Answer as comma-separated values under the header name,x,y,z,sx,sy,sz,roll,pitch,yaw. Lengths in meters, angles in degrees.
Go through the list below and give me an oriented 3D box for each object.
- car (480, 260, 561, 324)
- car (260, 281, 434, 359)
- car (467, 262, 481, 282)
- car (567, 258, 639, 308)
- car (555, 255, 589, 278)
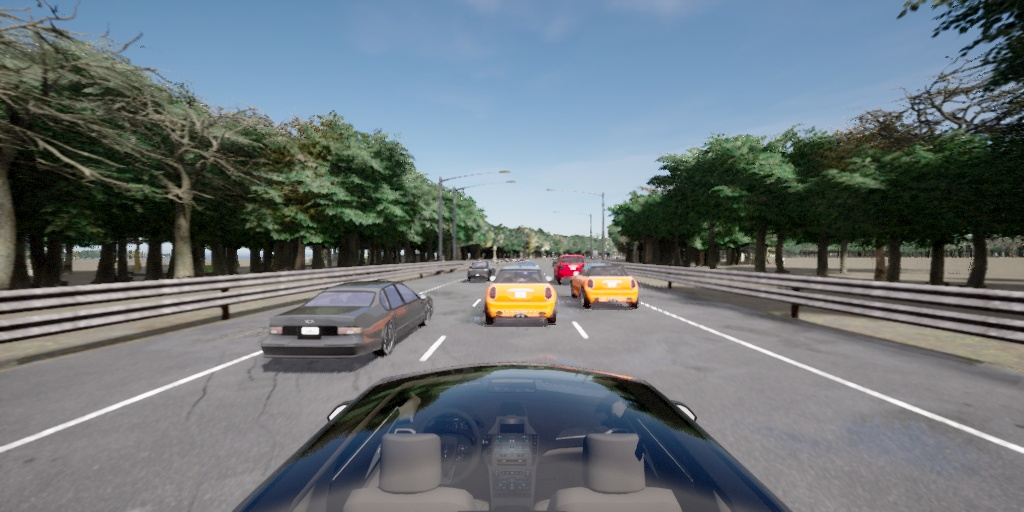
name,x,y,z,sx,sy,sz,roll,pitch,yaw
car,0.294,1.098,12.151,2.097,1.767,4.553,0,0,1
car,-3.312,1.292,8.484,2.033,1.411,5.357,0,0,1
car,-2.387,1.225,29.081,2.128,1.511,4.902,0,0,4
car,3.780,1.095,15.374,2.097,1.767,4.553,0,0,2
car,4.374,0.951,27.202,2.150,2.045,5.566,0,0,4
